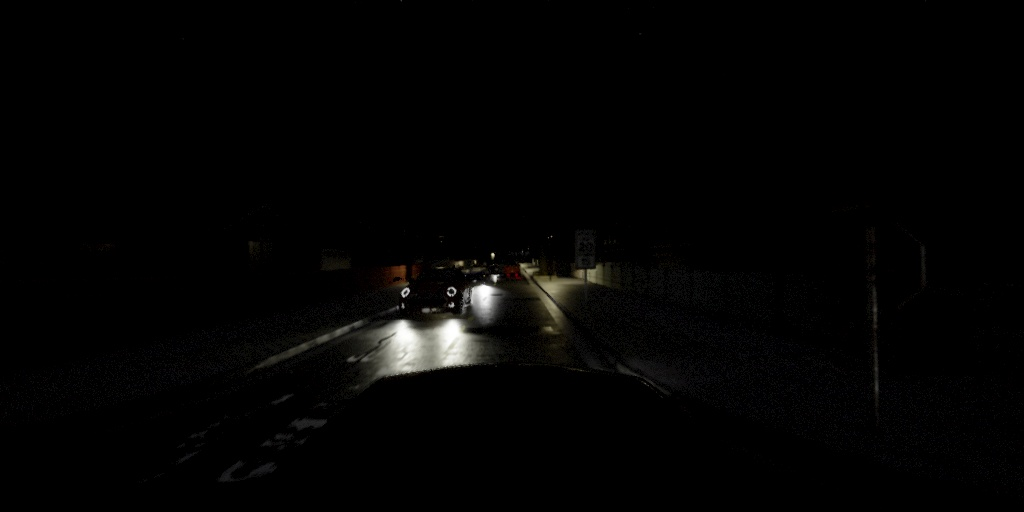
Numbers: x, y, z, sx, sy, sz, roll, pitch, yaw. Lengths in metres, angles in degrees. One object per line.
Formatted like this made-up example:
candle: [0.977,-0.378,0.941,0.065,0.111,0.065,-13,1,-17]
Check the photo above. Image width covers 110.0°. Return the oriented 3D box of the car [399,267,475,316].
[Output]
car: [-2.851,1.243,14.139,2.097,1.767,4.553,-1,-1,0]

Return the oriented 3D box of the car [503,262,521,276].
car: [0.039,1.516,41.629,1.882,1.535,5.008,-1,0,0]

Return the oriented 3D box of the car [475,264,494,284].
car: [-2.822,1.610,29.586,1.895,1.301,4.718,-1,0,0]

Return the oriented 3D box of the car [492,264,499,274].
car: [-2.702,1.711,46.636,1.994,1.385,4.181,-1,0,0]
